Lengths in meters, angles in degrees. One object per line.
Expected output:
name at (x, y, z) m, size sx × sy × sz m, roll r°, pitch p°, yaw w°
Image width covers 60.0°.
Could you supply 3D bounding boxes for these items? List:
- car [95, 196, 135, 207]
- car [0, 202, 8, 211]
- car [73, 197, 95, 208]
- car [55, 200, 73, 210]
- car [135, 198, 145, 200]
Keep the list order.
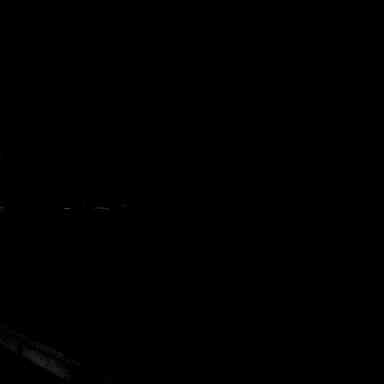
car at (-11.228, 1.437, 48.762) m, size 1.837 × 1.490 × 4.892 m, roll 0°, pitch 0°, yaw 39°
car at (-22.217, 1.562, 40.708) m, size 1.994 × 1.385 × 4.181 m, roll 0°, pitch 0°, yaw 38°
car at (-15.911, 1.506, 48.532) m, size 2.033 × 1.411 × 5.357 m, roll 0°, pitch 0°, yaw 39°
car at (-17.791, 1.542, 40.615) m, size 2.033 × 1.411 × 5.357 m, roll 0°, pitch 0°, yaw 39°
car at (-9.495, 1.411, 56.487) m, size 1.994 × 1.385 × 4.181 m, roll 0°, pitch 1°, yaw 39°
